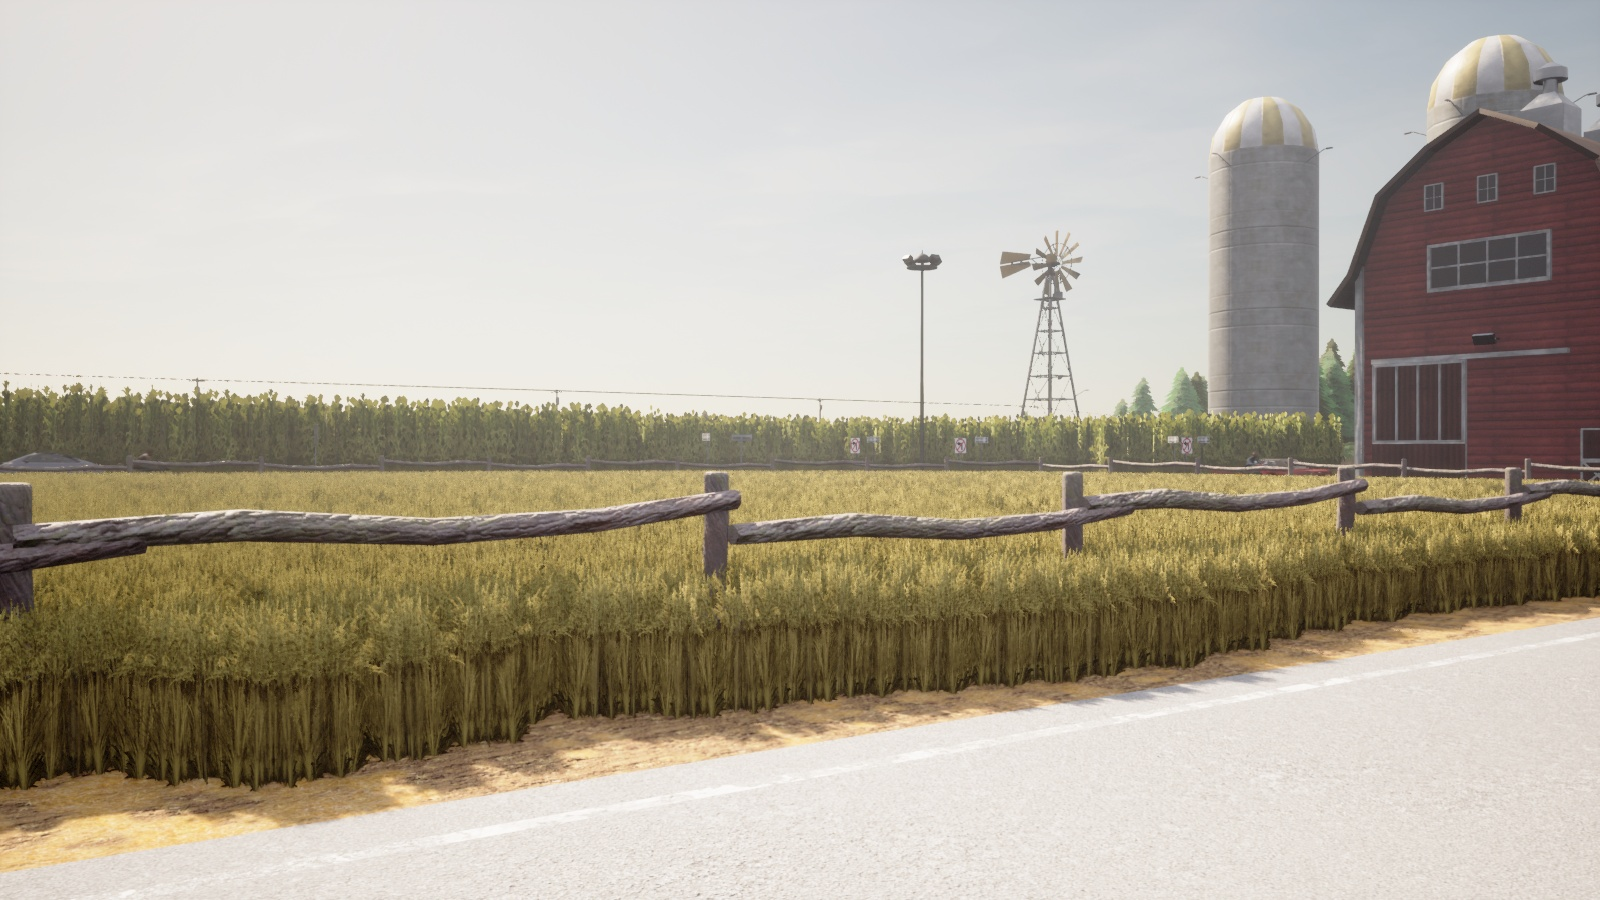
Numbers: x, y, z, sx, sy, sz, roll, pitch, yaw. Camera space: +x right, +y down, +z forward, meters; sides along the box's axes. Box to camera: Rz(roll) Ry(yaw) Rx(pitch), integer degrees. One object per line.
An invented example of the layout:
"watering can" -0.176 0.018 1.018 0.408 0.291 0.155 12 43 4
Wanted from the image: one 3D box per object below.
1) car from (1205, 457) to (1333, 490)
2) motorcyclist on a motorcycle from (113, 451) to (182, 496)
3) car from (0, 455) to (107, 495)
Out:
"car" 19.506 0.932 52.376 1.895 1.301 4.718 0 0 -38
"motorcyclist on a motorcycle" -22.788 0.808 43.845 2.044 1.523 0.797 0 0 -34
"car" -27.119 0.877 44.628 4.181 1.385 1.994 1 0 -34
